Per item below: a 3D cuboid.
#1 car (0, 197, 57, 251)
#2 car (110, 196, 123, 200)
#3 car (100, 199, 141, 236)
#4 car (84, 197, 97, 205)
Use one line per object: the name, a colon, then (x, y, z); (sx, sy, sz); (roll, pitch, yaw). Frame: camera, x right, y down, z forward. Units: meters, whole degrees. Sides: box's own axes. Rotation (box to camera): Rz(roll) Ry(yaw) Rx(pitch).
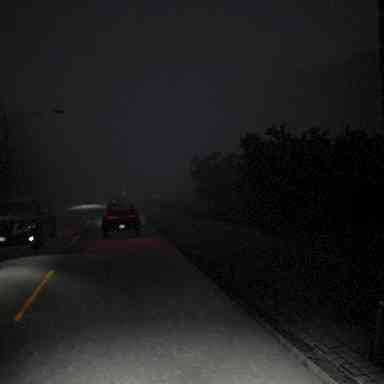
car: (-7.347, 1.302, 14.423); (2.150, 2.045, 5.566); (-3, 1, -13)
car: (-9.249, 1.259, 40.703); (2.128, 1.511, 4.902); (-3, 1, -13)
car: (-3.823, 1.378, 17.815); (2.128, 1.511, 4.902); (-3, 1, -13)
car: (-17.274, 1.459, 56.667); (1.895, 1.301, 4.718); (-3, 1, -13)
